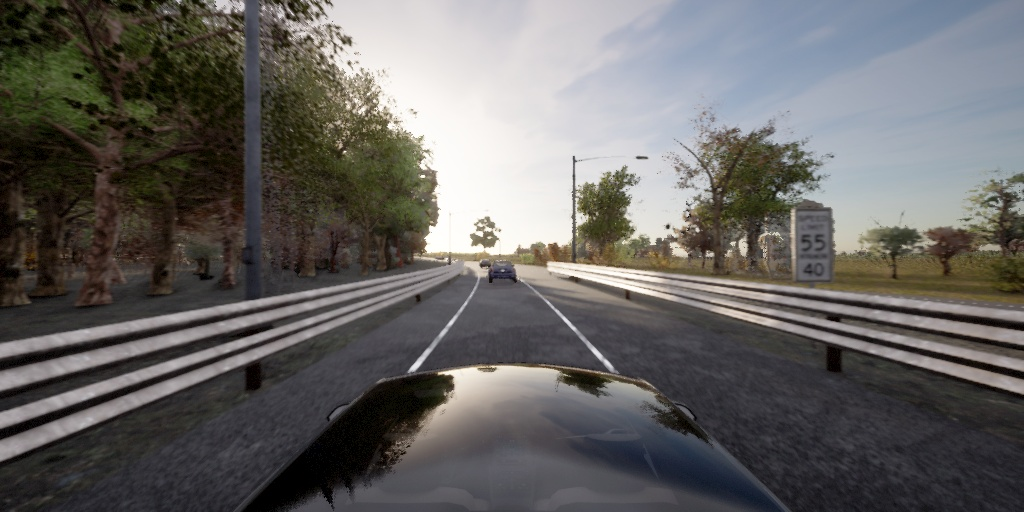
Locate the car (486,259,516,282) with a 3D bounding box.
[{"bbox_3d":[-0.870,1.116,29.132,2.097,1.767,4.553,0,0,-4],"label":"car"}]

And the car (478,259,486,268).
[{"bbox_3d":[-4.686,1.286,61.510,1.837,1.490,4.892,0,0,-10],"label":"car"}]
